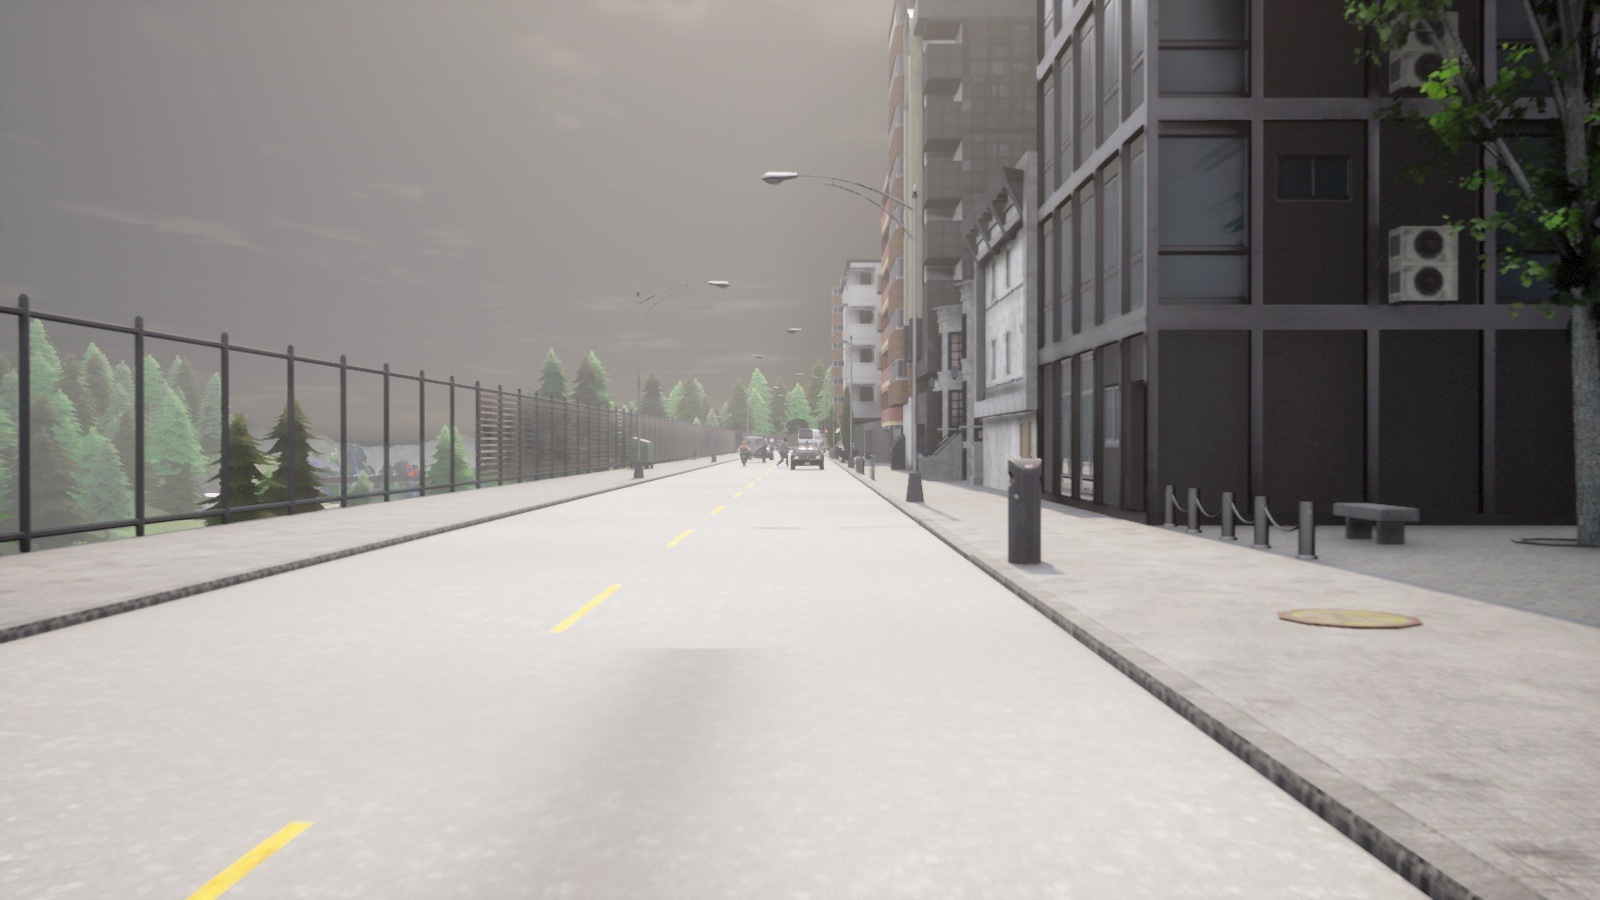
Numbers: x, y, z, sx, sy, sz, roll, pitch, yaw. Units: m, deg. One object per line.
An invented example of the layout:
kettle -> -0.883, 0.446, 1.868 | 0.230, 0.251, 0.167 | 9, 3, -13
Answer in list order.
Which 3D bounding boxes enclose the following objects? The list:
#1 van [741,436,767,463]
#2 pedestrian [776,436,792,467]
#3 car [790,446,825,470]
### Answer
van -> -3.456, -0.039, 94.926 | 1.775, 1.987, 4.442 | 0, 0, 0
pedestrian -> -0.963, 0.105, 75.242 | 0.900, 1.855, 0.874 | 0, 0, -6
car -> 0.411, 0.446, 71.278 | 1.895, 1.301, 4.718 | 0, 0, 0
